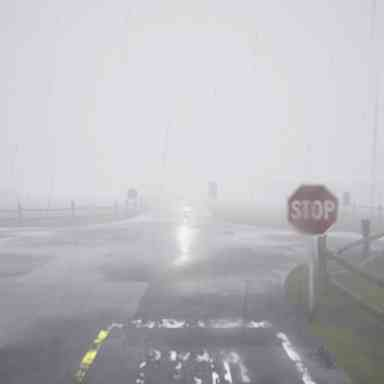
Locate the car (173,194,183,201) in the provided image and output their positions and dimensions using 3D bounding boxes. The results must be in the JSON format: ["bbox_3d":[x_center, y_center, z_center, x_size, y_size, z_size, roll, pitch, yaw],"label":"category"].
[{"bbox_3d":[-2.739,1.116,66.561,1.994,1.385,4.181,0,0,0],"label":"car"}]
